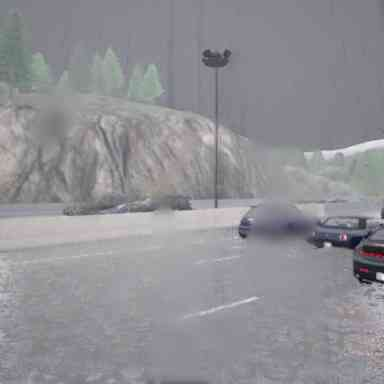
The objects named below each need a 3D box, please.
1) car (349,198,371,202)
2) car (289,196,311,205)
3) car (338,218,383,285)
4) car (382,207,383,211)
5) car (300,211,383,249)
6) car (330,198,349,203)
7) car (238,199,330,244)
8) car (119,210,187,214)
[{"bbox_3d":[27.248,1.649,53.118,1.895,1.301,4.718,0,0,45],"label":"car"},{"bbox_3d":[19.650,1.582,60.346,1.837,1.490,4.892,0,0,44],"label":"car"},{"bbox_3d":[5.868,1.510,8.360,4.892,1.490,1.837,0,0,-38],"label":"car"},{"bbox_3d":[17.379,1.523,27.787,4.892,1.490,1.837,0,0,-44],"label":"car"},{"bbox_3d":[6.632,1.614,13.433,4.718,1.301,1.895,0,0,-39],"label":"car"},{"bbox_3d":[24.429,1.659,55.232,1.895,1.301,4.718,0,0,45],"label":"car"},{"bbox_3d":[4.390,1.376,16.158,4.553,1.767,2.097,0,0,-39],"label":"car"},{"bbox_3d":[-2.483,1.277,24.305,5.566,2.045,2.150,0,0,-39],"label":"car"}]
